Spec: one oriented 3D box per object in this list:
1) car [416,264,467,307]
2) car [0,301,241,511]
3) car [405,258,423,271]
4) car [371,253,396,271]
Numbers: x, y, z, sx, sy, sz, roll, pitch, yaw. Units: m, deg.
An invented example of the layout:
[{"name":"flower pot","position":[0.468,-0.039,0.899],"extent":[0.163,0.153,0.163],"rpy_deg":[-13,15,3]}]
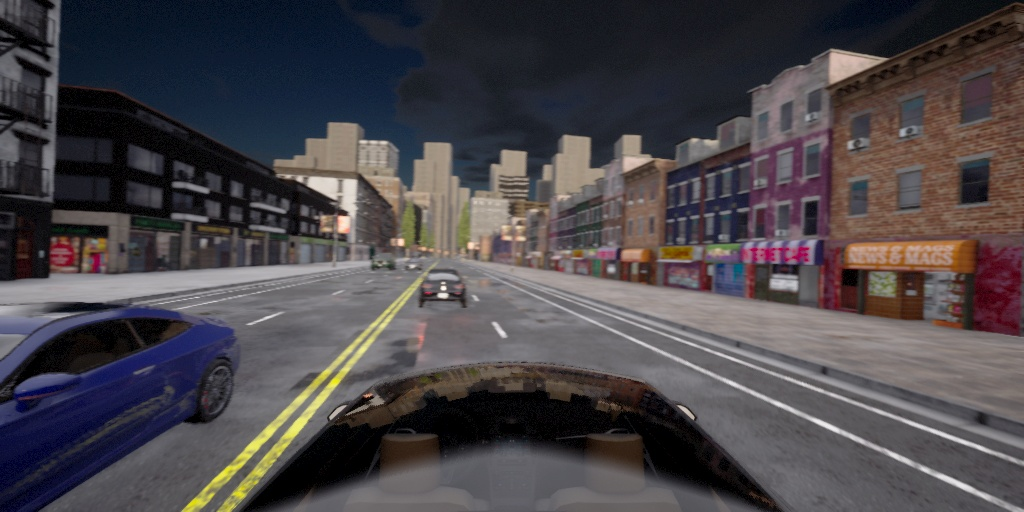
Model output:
[{"name":"car","position":[-2.870,1.226,14.980],"extent":[1.812,1.442,4.674],"rpy_deg":[2,0,-11]},{"name":"car","position":[-4.020,1.142,2.704],"extent":[1.812,1.442,4.674],"rpy_deg":[2,0,-11]},{"name":"car","position":[-11.801,1.013,43.280],"extent":[2.128,1.511,4.902],"rpy_deg":[2,0,-11]},{"name":"car","position":[-14.755,0.636,41.504],"extent":[2.150,2.045,5.566],"rpy_deg":[2,-1,-11]}]
